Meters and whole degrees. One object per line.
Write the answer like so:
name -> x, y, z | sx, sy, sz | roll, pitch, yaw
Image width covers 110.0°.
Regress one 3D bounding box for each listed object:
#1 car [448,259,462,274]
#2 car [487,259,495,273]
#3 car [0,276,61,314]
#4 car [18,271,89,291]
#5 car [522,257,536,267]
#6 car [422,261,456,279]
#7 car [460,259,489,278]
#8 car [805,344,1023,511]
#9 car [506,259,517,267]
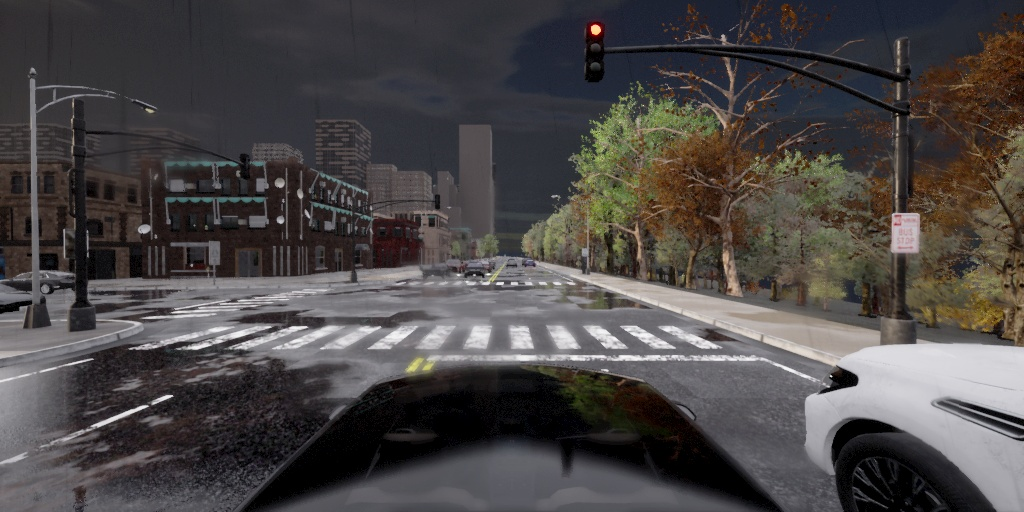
car -> -6.681, 1.089, 41.560 | 2.097, 1.767, 4.553 | 0, 0, 0
car -> -3.434, 1.261, 43.328 | 1.812, 1.442, 4.674 | 0, 0, 0
car -> -19.973, 1.565, 13.123 | 4.313, 1.339, 1.948 | 0, 0, 0
car -> -28.326, 1.560, 21.616 | 4.403, 1.370, 2.007 | 0, 0, 0
car -> 3.204, 1.252, 64.077 | 1.812, 1.442, 4.674 | 0, 0, 0
car -> -6.678, 1.341, 32.475 | 1.895, 1.301, 4.718 | 0, 0, 0
car -> -3.446, 1.287, 33.865 | 2.033, 1.411, 5.357 | 0, 0, -4
car -> 3.356, 0.972, 0.374 | 2.150, 2.045, 5.566 | 0, 0, 0
car -> -0.054, 1.290, 64.107 | 1.994, 1.385, 4.181 | 0, 0, 0
